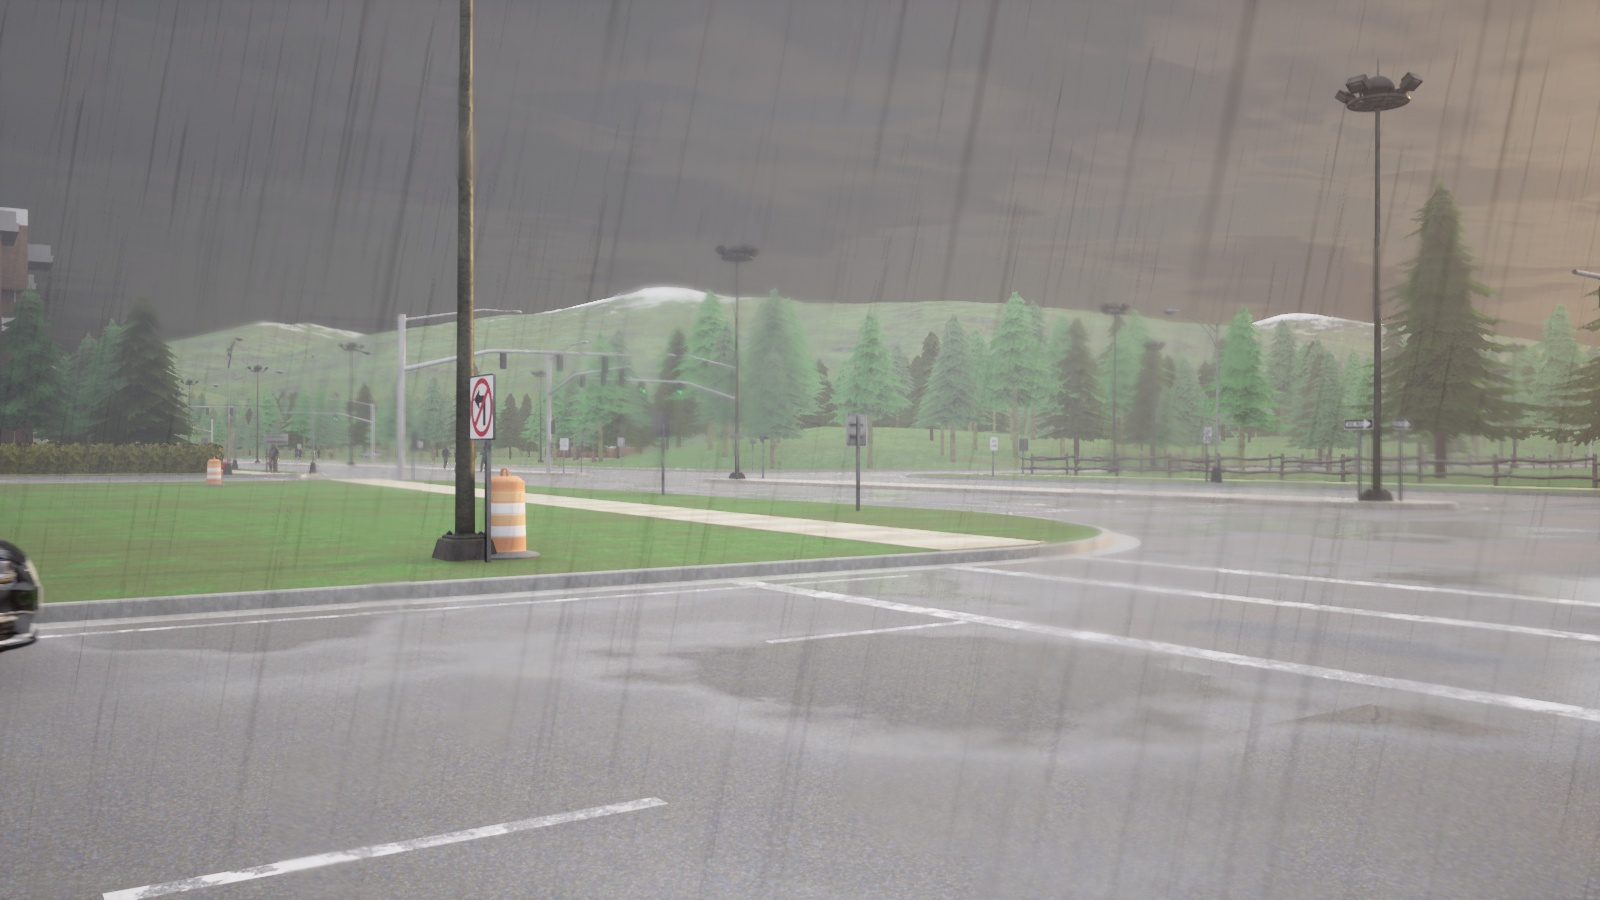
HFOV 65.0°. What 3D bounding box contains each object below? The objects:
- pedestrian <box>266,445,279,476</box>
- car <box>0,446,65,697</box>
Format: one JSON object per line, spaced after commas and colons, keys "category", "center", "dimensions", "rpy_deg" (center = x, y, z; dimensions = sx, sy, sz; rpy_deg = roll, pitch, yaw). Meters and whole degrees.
{"category": "pedestrian", "center": [-32.267, 0.636, 76.846], "dimensions": [0.540, 1.848, 0.694], "rpy_deg": [0, 0, -7]}
{"category": "car", "center": [-7.150, 0.734, 7.211], "dimensions": [4.902, 1.511, 2.128], "rpy_deg": [0, 0, -35]}
